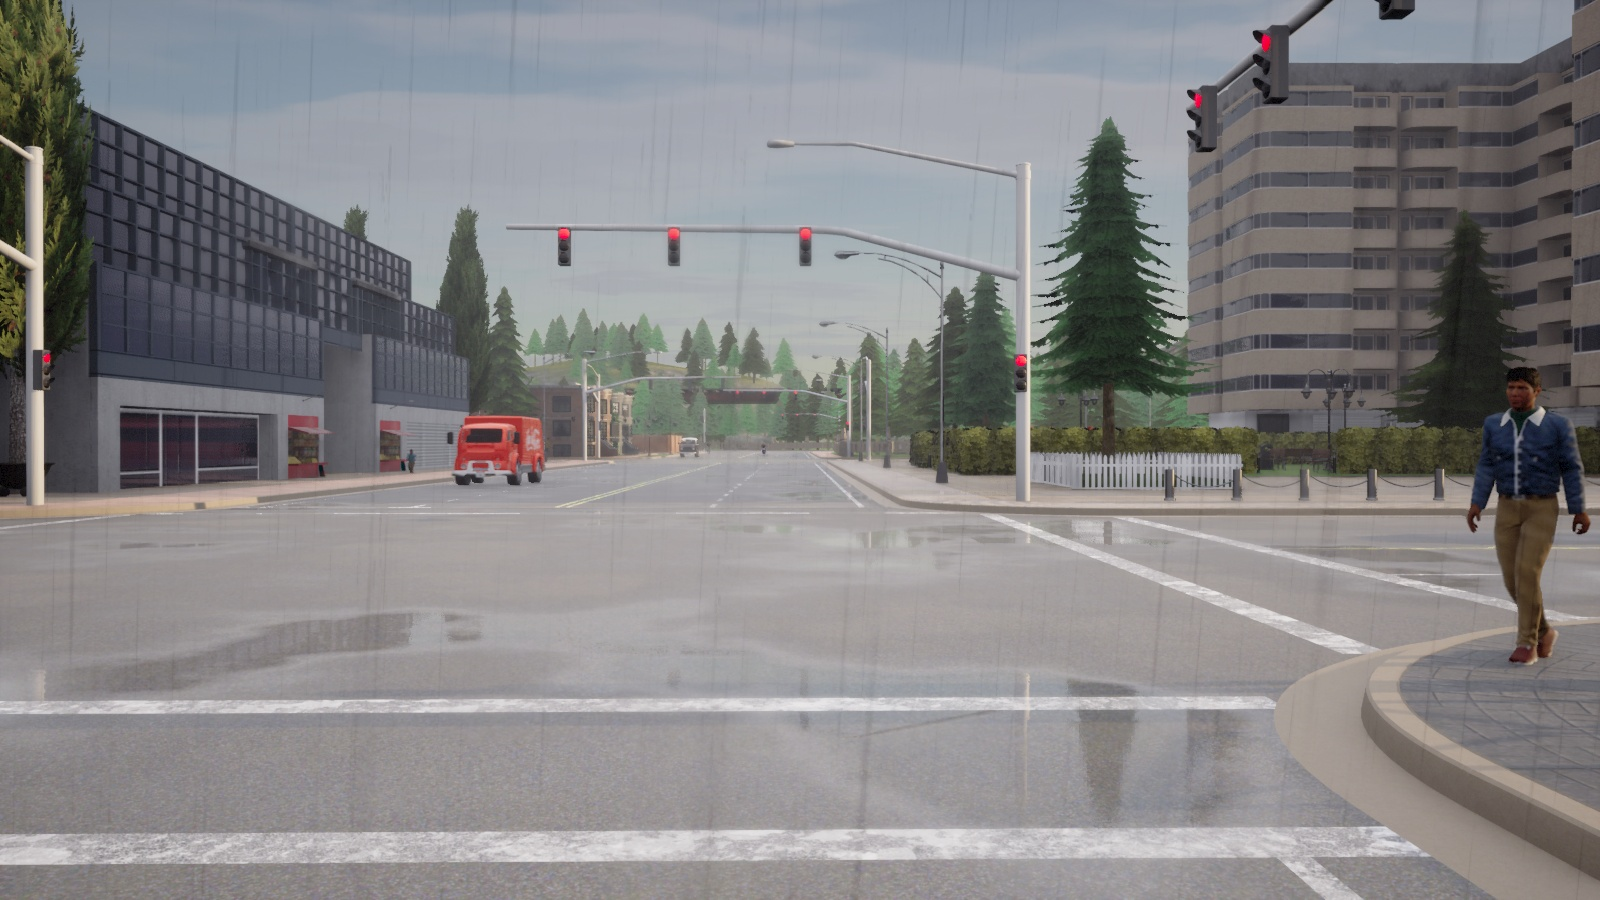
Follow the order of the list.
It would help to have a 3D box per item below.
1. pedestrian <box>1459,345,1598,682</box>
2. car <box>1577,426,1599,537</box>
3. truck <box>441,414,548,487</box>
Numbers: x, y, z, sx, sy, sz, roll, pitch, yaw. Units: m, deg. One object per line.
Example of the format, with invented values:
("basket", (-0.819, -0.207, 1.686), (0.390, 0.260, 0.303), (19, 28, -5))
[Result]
("pedestrian", (4.444, 0.365, 7.659), (0.788, 1.949, 0.423), (0, 0, -33))
("car", (14.978, 0.508, 19.480), (4.553, 1.767, 2.097), (0, 0, 0))
("truck", (-10.914, -0.005, 45.320), (2.627, 2.467, 5.204), (0, 0, 0))
